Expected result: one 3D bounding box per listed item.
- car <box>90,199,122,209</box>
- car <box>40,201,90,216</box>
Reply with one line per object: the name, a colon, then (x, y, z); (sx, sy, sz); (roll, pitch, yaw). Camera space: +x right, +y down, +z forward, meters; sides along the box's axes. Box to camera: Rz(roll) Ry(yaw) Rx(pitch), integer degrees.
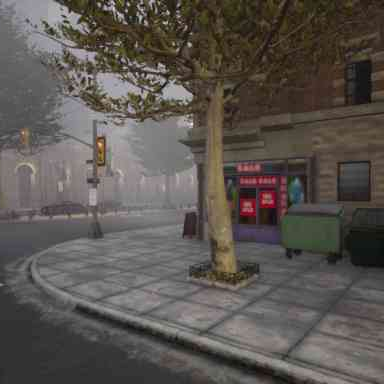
car: (-11.930, 1.593, 45.150); (1.895, 1.301, 4.718); (0, 0, 36)
car: (-12.688, 1.563, 32.863); (1.994, 1.385, 4.181); (0, 0, 36)
